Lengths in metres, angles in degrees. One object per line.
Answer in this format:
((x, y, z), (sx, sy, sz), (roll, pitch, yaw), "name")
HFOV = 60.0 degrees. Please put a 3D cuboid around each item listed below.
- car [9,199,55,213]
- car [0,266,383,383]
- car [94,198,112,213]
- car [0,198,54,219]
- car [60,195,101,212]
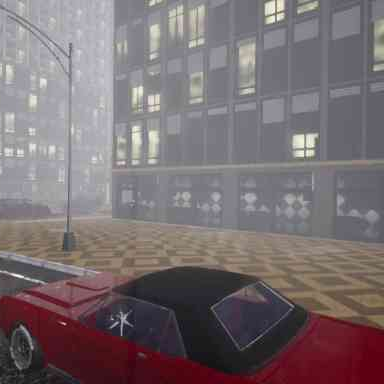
((-19.211, 1.641, 40.138), (1.752, 1.417, 4.829), (1, 0, 37), "car")
((-0.333, 1.600, 3.927), (4.718, 1.301, 1.895), (0, 0, 36), "car")
((-8.916, 1.828, 39.949), (1.752, 1.417, 4.829), (1, 0, 37), "car")
((-15.737, 1.517, 30.754), (2.192, 1.841, 5.009), (1, 0, 37), "car")
((-14.052, 1.424, 42.717), (2.150, 2.045, 5.566), (1, 0, 37), "car")
